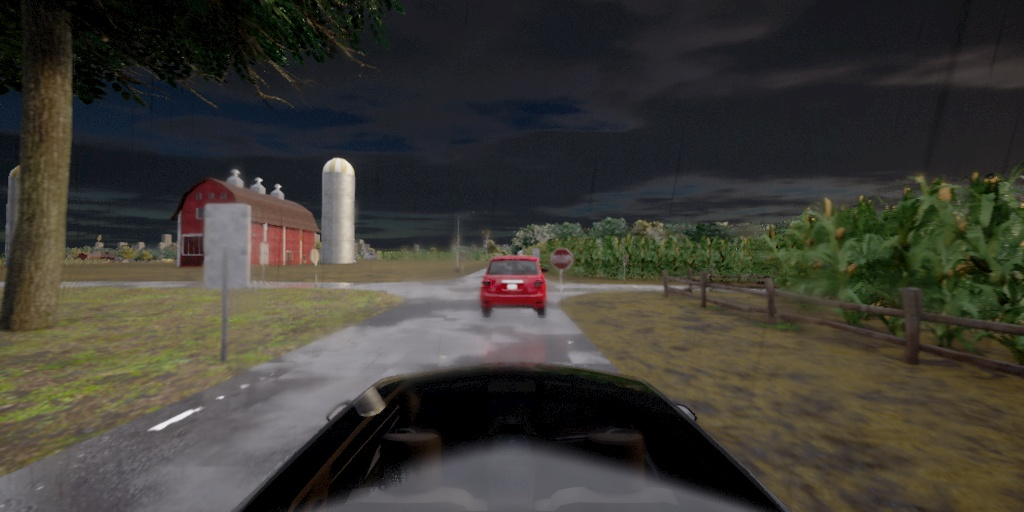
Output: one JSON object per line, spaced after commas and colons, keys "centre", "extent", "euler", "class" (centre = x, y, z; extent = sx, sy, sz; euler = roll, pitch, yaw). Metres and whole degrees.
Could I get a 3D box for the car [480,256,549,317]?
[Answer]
{"centre": [0.194, 1.009, 13.476], "extent": [2.150, 2.045, 5.566], "euler": [0, 0, 4], "class": "car"}
